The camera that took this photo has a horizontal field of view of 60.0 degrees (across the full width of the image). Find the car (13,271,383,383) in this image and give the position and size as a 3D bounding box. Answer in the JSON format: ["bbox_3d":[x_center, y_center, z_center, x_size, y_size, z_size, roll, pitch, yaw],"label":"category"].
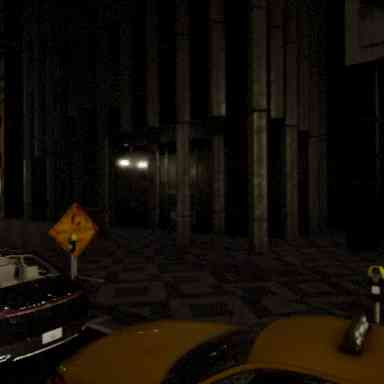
[{"bbox_3d":[0.867,1.531,2.343,4.829,1.417,1.752,-1,0,36],"label":"car"}]

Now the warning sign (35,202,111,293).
[{"bbox_3d":[-2.746,1.183,7.758,1.060,1.860,1.300,-1,0,36],"label":"warning sign"}]

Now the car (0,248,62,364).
[{"bbox_3d":[-3.554,1.612,5.497,4.403,1.369,2.008,-1,0,36],"label":"car"}]
